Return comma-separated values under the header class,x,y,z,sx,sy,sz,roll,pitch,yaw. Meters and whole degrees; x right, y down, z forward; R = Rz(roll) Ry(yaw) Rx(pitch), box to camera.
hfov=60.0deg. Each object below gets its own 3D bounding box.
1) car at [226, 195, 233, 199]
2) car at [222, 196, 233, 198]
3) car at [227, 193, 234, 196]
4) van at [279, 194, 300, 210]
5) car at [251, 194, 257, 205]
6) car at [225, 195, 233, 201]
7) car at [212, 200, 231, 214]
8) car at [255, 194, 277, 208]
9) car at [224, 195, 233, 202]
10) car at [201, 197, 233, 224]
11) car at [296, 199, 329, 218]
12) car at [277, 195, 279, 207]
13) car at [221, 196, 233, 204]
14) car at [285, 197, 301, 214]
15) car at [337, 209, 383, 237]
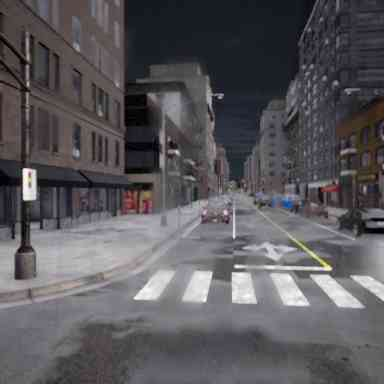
class,x,y,z,sx,sy,sz,roll,pitch,yaw
car,10.741,1.420,95.021,1.947,1.339,4.313,0,0,7
car,3.836,1.465,40.346,2.008,1.369,4.403,0,0,7
car,5.216,1.340,51.281,1.967,1.590,4.097,0,0,7
van,11.797,1.242,39.340,1.690,1.788,3.998,0,0,7
car,11.130,1.487,55.101,1.895,1.301,4.718,0,0,7
car,8.669,1.455,78.618,1.802,1.307,4.206,0,0,7
car,3.146,1.506,34.879,1.802,1.307,4.206,0,0,7
car,9.872,1.403,44.734,1.837,1.490,4.892,0,0,8
car,7.979,1.423,73.151,1.887,1.381,4.507,0,0,7
car,1.765,1.385,23.944,1.967,1.590,4.097,0,0,7
car,10.417,1.502,28.407,1.802,1.307,4.206,0,0,7
car,12.488,1.443,44.808,2.008,1.369,4.403,0,0,7
car,6.598,1.440,62.215,2.008,1.369,4.403,0,0,7
car,11.107,1.476,33.874,1.947,1.339,4.313,0,0,7
car,9.036,1.509,17.471,1.947,1.339,4.313,0,0,7
